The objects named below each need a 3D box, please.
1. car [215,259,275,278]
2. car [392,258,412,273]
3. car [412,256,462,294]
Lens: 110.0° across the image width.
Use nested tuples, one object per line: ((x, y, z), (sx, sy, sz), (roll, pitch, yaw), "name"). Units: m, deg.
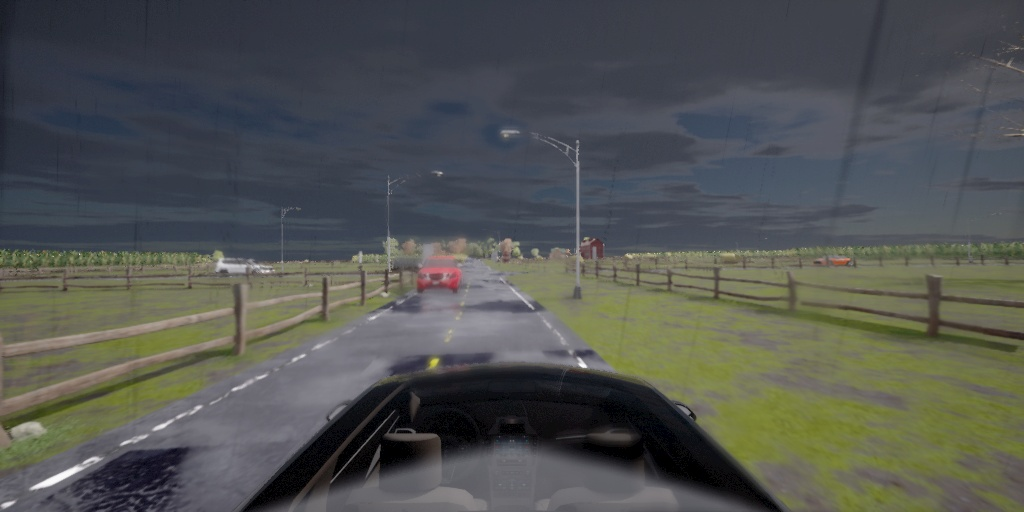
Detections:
((-29.835, 1.387, 40.194), (5.566, 2.045, 2.150), (1, -1, -6), "car")
((-11.144, 1.216, 42.128), (5.566, 2.045, 2.150), (-1, -1, -6), "car")
((-4.095, 1.020, 20.889), (2.150, 2.045, 5.566), (0, 0, -5), "car")
